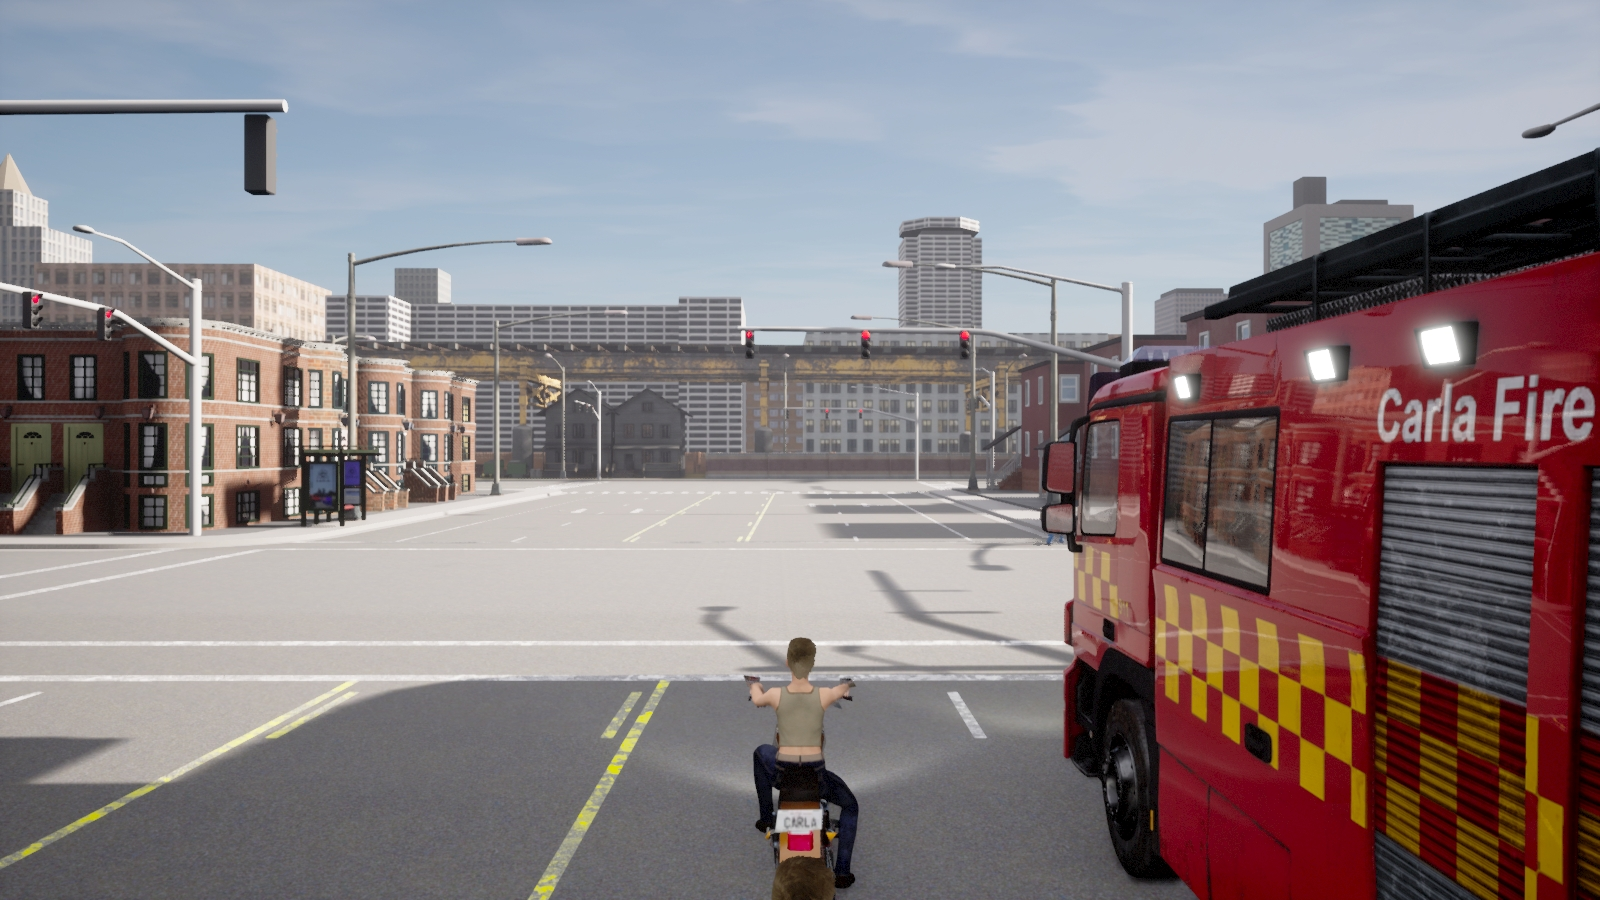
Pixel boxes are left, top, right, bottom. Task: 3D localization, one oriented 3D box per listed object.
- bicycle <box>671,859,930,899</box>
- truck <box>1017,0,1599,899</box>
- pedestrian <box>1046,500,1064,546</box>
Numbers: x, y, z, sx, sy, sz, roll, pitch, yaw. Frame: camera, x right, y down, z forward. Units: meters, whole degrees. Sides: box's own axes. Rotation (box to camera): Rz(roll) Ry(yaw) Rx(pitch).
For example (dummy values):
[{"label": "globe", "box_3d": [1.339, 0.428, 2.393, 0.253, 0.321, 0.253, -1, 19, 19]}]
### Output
[{"label": "bicycle", "box_3d": [0.001, 2.144, 3.429, 0.859, 1.301, 1.487, 0, 0, 0]}, {"label": "truck", "box_3d": [3.249, 0.888, 5.251, 2.891, 3.827, 8.468, 0, 0, 0]}, {"label": "pedestrian", "box_3d": [7.411, 2.117, 33.185, 0.375, 1.300, 0.375, 0, 0, 37]}]
